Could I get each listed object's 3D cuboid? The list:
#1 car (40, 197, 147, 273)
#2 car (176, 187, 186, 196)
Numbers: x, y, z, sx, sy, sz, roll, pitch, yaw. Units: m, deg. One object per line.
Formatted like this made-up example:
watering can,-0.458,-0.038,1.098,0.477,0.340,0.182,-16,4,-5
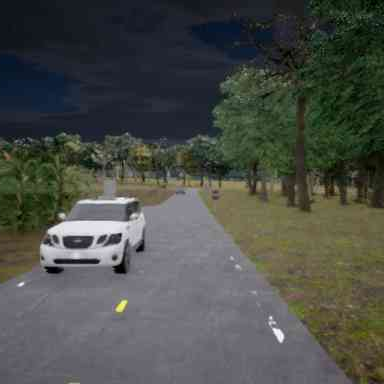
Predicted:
car,-2.842,1.205,10.937,2.150,2.045,5.566,0,0,0
car,-2.784,-0.215,81.877,2.150,2.045,5.566,0,2,0
